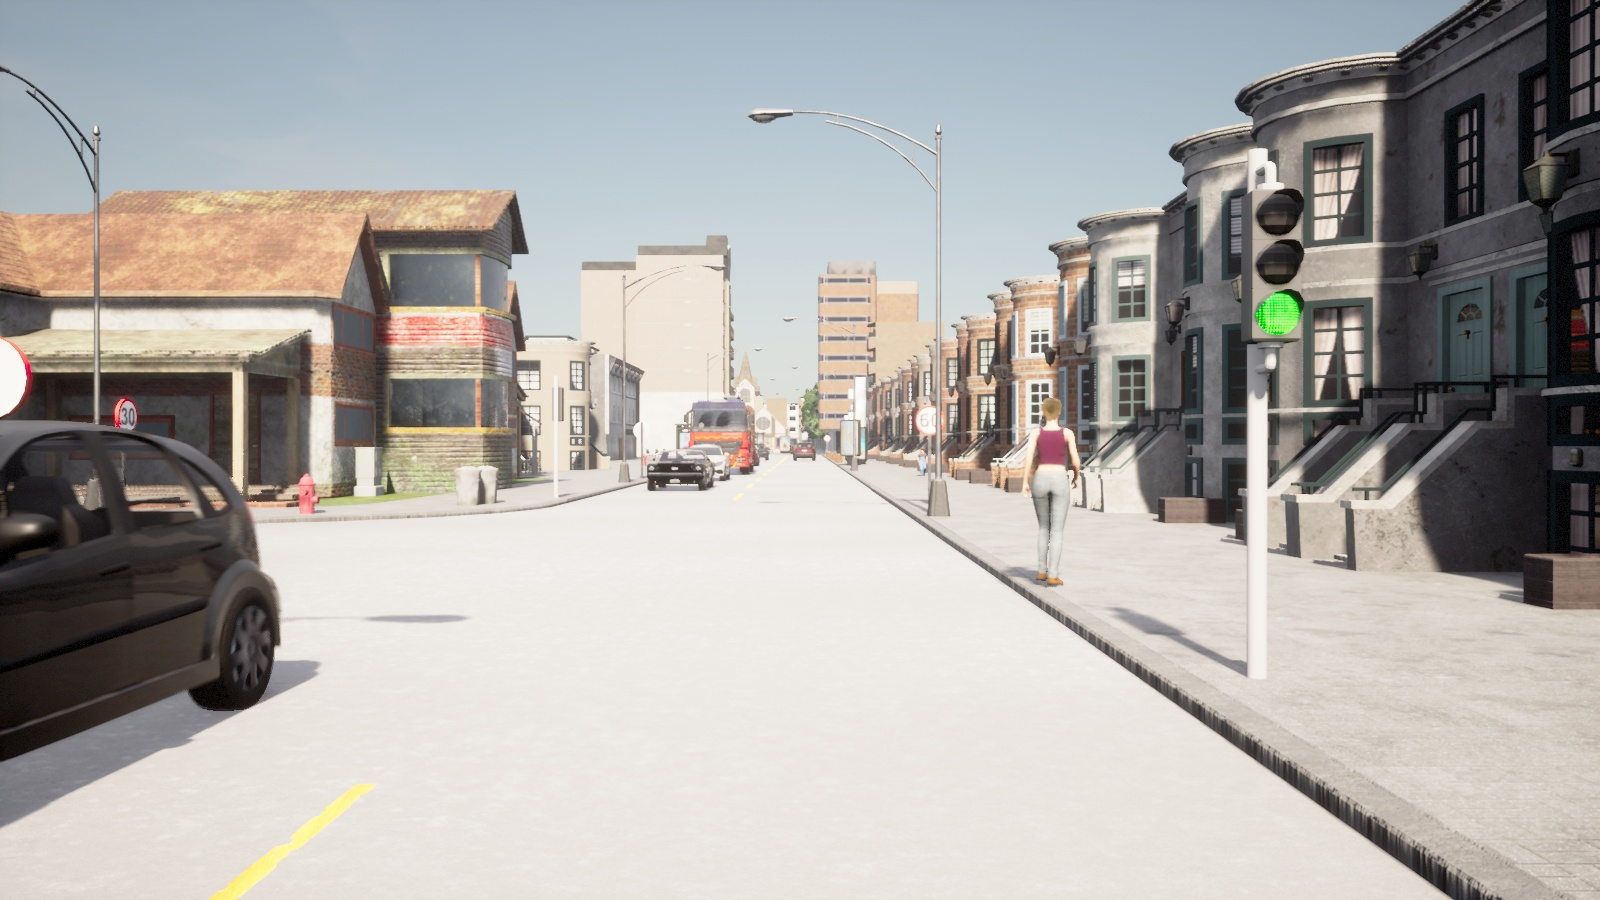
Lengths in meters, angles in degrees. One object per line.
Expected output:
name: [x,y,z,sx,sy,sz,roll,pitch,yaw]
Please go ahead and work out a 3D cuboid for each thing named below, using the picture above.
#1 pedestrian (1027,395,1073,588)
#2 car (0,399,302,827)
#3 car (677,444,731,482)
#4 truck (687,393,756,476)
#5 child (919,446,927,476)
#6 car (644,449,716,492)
pedestrian: [2.446,0.393,12.264,0.345,1.836,0.594,0,0,21]
car: [-3.948,0.612,5.615,1.851,1.617,3.988,0,0,0]
car: [-3.823,0.500,50.815,1.812,1.442,4.674,0,0,0]
truck: [-3.779,-0.751,62.360,2.891,3.827,8.468,0,0,0]
child: [5.119,0.463,52.334,0.270,1.263,0.437,0,0,-2]
car: [-3.854,0.627,41.022,1.895,1.301,4.718,0,0,0]
